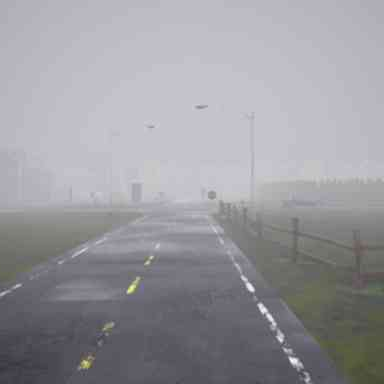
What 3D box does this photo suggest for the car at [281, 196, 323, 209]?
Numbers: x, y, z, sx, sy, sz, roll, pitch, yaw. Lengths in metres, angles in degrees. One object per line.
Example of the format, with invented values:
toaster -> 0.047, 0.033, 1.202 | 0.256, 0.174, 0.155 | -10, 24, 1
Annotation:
car -> 13.813, 1.277, 41.730 | 5.008, 1.535, 1.882 | -1, -1, 0

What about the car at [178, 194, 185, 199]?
car -> -2.993, 1.153, 93.459 | 1.895, 1.301, 4.718 | 0, 0, 0
